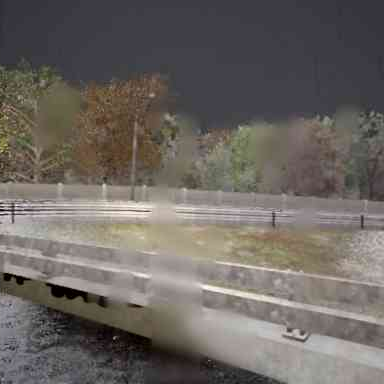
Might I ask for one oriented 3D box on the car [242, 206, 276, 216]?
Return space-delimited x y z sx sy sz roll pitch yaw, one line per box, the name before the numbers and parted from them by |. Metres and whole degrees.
car | 6.857 2.197 33.969 4.674 1.442 1.812 4 -1 -20
